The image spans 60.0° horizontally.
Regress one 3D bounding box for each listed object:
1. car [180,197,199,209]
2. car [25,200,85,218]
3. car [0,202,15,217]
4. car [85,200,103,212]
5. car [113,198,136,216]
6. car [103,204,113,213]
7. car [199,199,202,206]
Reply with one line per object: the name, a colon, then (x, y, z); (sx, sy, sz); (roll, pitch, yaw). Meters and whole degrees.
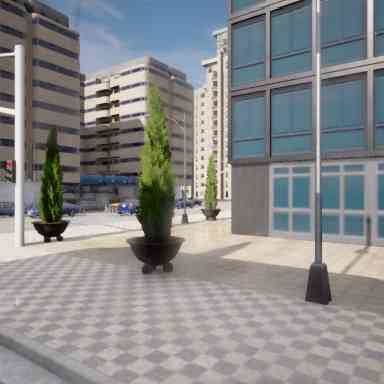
car: (-1.442, 1.581, 45.927); (1.812, 1.442, 4.674); (0, 0, 35)
car: (-12.535, 1.581, 30.244); (1.812, 1.442, 4.674); (0, 0, 35)
car: (-17.191, 1.603, 29.760); (2.033, 1.411, 5.357); (0, 0, 35)
car: (-11.859, 1.619, 37.292); (1.994, 1.385, 4.181); (0, 0, 35)
car: (-5.377, 1.407, 34.014); (2.097, 1.767, 4.553); (0, 0, 35)
car: (-7.216, 1.533, 37.795); (1.882, 1.535, 5.008); (0, 0, 35)
car: (-0.087, 1.581, 53.851); (1.812, 1.442, 4.674); (0, 0, 36)
